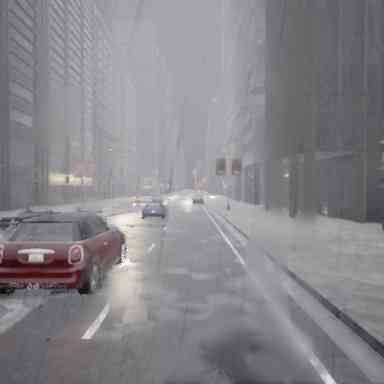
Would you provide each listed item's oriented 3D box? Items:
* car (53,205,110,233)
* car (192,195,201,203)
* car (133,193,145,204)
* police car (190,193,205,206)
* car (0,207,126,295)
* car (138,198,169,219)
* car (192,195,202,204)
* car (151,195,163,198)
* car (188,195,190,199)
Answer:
[{"bbox_3d":[-6.585,1.579,20.426,1.895,1.301,4.718,0,0,0],"label":"car"},{"bbox_3d":[1.009,1.395,69.878,1.837,1.490,4.892,0,0,0],"label":"car"},{"bbox_3d":[-9.731,1.391,62.208,1.882,1.535,5.008,0,0,0],"label":"car"},{"bbox_3d":[1.002,1.345,53.987,1.930,1.638,5.238,0,0,0],"label":"police car"},{"bbox_3d":[-3.147,1.344,8.844,2.097,1.767,4.553,0,0,0],"label":"car"},{"bbox_3d":[-3.137,1.529,28.819,1.994,1.385,4.181,0,0,0],"label":"car"},{"bbox_3d":[1.006,1.407,63.878,1.837,1.490,4.892,0,0,0],"label":"car"},{"bbox_3d":[-6.492,1.266,61.794,2.097,1.767,4.553,0,0,0],"label":"car"},{"bbox_3d":[0.045,1.193,89.779,1.812,1.442,4.674,0,0,0],"label":"car"}]
